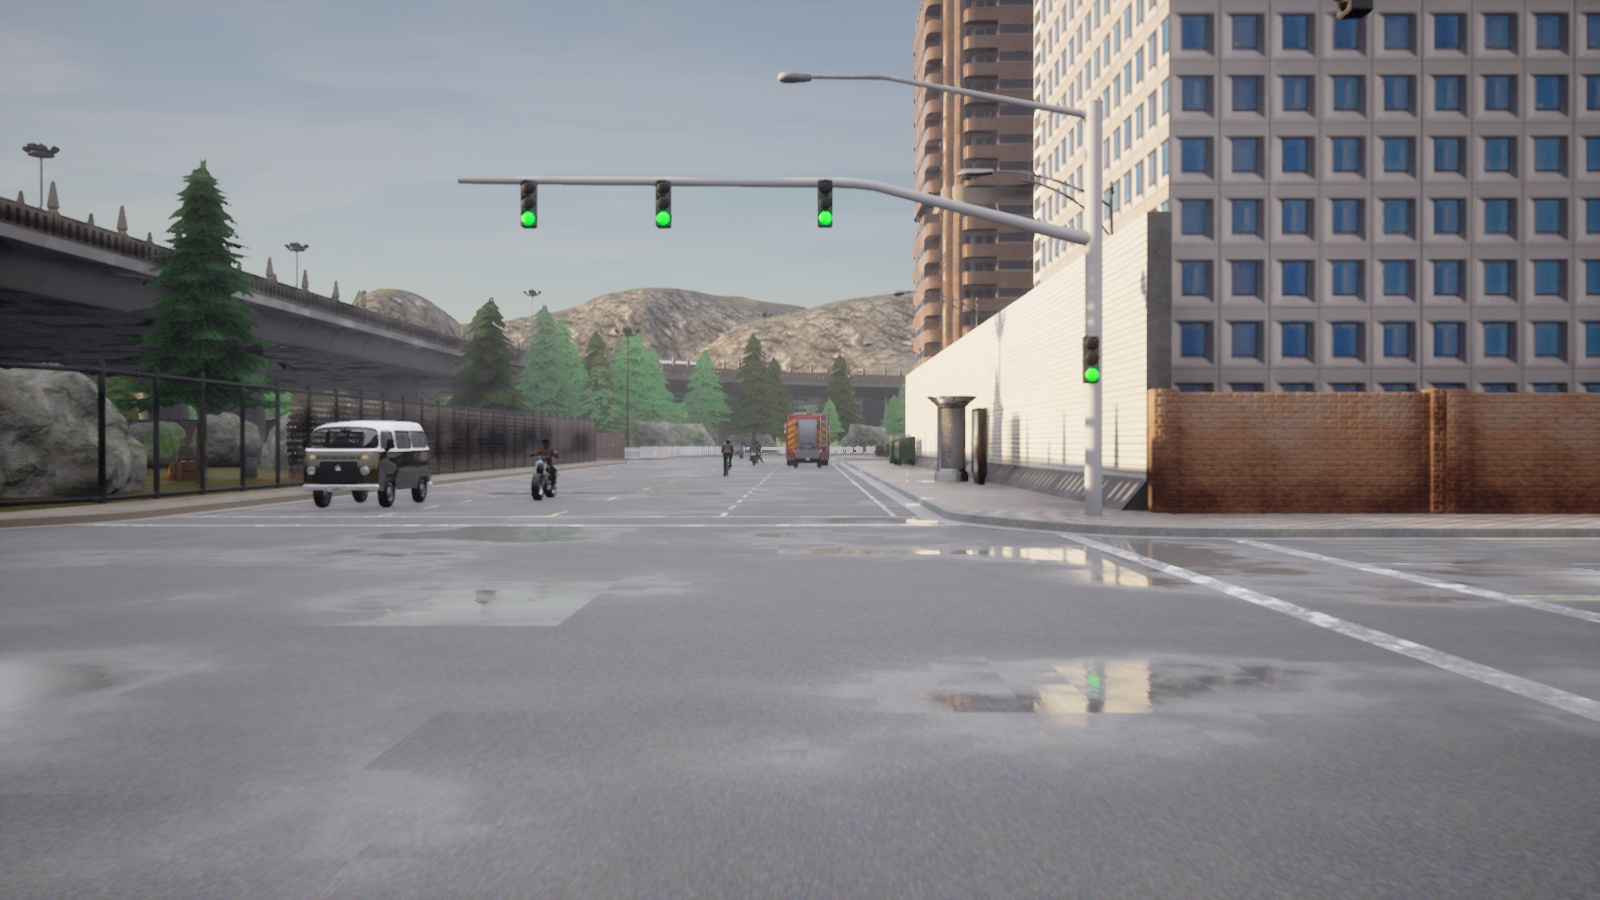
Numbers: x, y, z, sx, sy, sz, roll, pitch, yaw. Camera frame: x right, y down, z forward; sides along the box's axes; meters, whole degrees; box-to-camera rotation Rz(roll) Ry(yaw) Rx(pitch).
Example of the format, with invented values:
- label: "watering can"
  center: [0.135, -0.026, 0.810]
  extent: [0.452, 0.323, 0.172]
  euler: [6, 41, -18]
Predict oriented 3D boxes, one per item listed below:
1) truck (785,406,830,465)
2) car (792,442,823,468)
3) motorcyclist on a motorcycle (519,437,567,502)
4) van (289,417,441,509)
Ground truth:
- label: "truck"
  center: [0.500, -0.942, 85.487]
  extent: [2.891, 3.827, 8.468]
  euler: [0, 0, 0]
- label: "car"
  center: [0.454, 0.293, 76.157]
  extent: [1.845, 1.501, 3.633]
  euler: [0, 0, 0]
- label: "motorcyclist on a motorcycle"
  center: [-6.793, 0.482, 33.274]
  extent: [0.766, 1.649, 2.350]
  euler: [0, 1, 0]
- label: "van"
  center: [-10.311, 0.269, 30.152]
  extent: [2.069, 2.038, 4.480]
  euler: [0, 0, 0]
